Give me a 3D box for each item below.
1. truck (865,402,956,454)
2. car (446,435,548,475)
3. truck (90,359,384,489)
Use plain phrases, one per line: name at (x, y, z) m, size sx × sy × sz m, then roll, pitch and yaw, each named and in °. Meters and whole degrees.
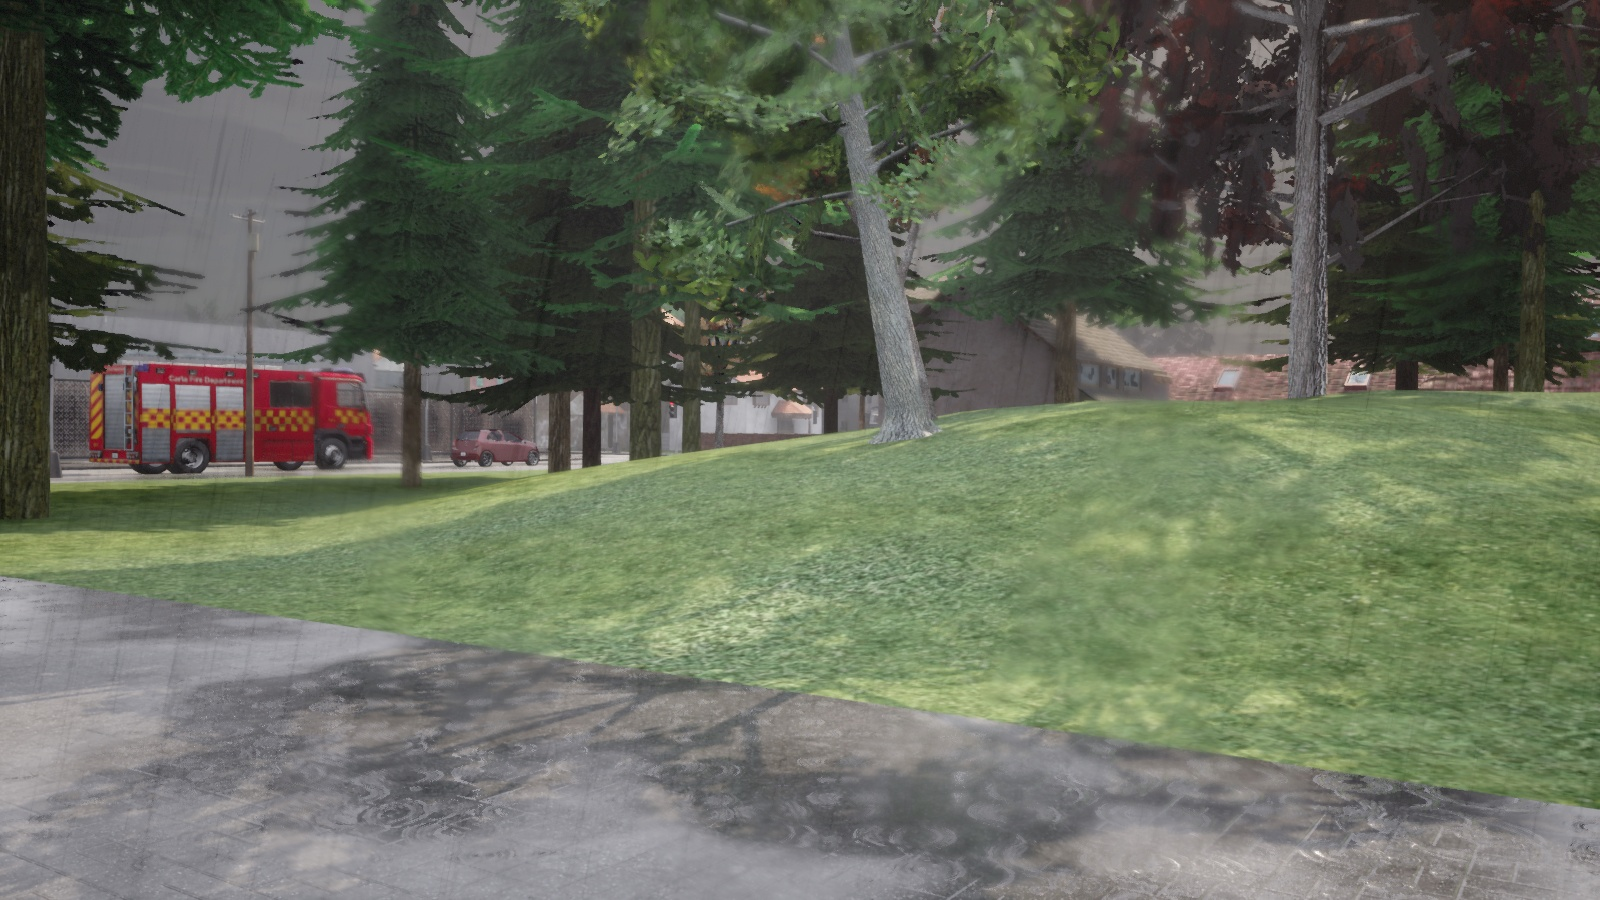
truck at (7.773, -1.513, 87.329) m, size 2.891 × 3.462 × 7.936 m, roll 0°, pitch 1°, yaw 33°
car at (-12.067, 0.169, 50.173) m, size 1.845 × 1.501 × 3.633 m, roll 0°, pitch 1°, yaw 33°
truck at (-18.100, -0.831, 41.094) m, size 2.891 × 3.827 × 8.468 m, roll 0°, pitch 1°, yaw 34°
